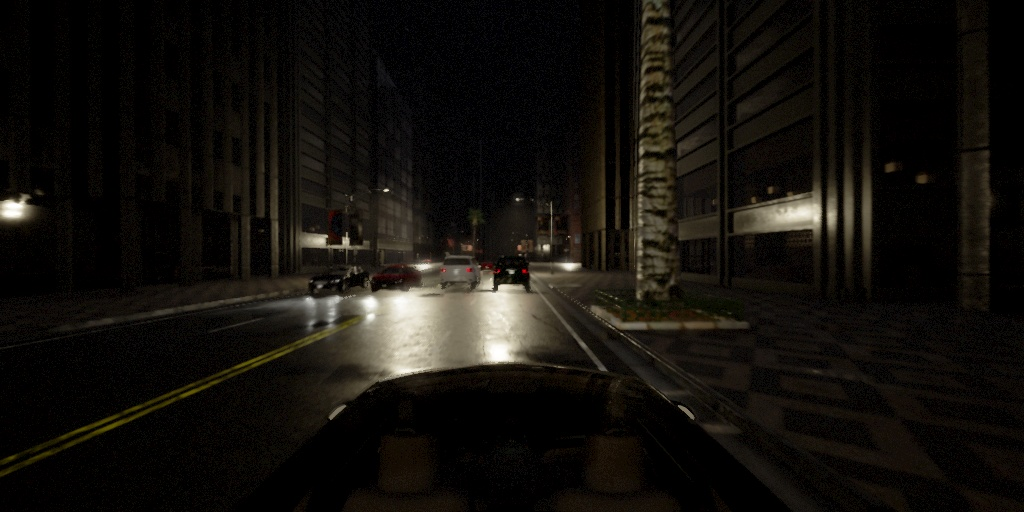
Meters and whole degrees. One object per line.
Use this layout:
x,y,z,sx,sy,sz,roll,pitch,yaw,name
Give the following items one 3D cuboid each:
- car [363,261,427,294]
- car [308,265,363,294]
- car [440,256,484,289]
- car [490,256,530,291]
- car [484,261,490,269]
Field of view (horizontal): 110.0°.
-6.724,1.287,21.295,1.882,1.535,5.008,0,0,0,car
-9.972,1.317,21.045,2.128,1.511,4.902,0,0,0,car
-3.296,1.015,23.738,2.150,2.045,5.566,0,0,0,car
-0.039,1.000,22.551,2.150,2.045,5.566,0,0,0,car
-3.492,1.374,51.314,1.812,1.442,4.674,0,0,0,car
